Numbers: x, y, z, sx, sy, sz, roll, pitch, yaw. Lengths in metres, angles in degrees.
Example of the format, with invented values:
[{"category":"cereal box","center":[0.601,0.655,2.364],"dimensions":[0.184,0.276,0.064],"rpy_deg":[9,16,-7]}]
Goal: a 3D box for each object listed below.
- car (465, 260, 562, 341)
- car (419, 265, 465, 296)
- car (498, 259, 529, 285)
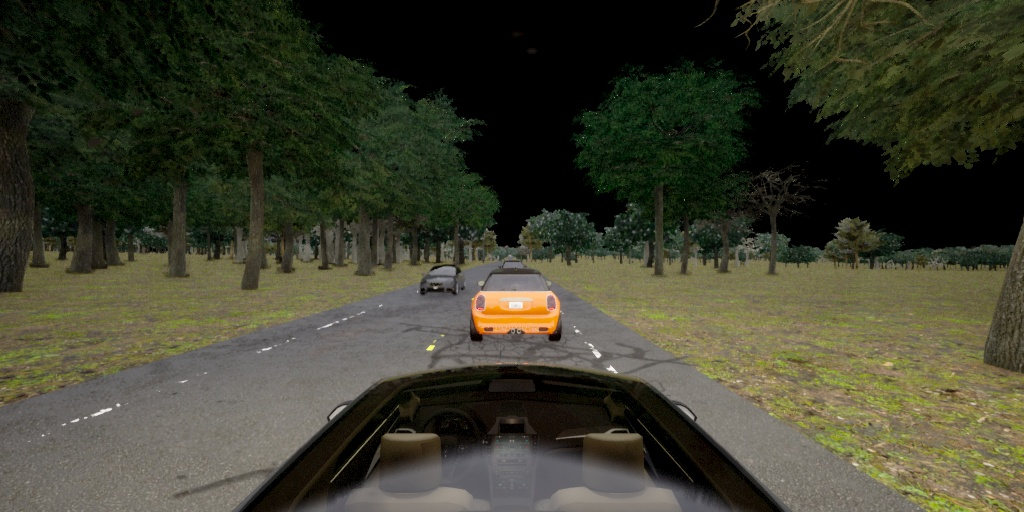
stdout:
[{"category":"car","center":[0.082,1.102,10.016],"dimensions":[2.097,1.767,4.553],"rpy_deg":[0,0,0]},{"category":"car","center":[-3.643,1.255,19.459],"dimensions":[1.837,1.490,4.892],"rpy_deg":[0,0,0]},{"category":"car","center":[0.043,1.103,26.753],"dimensions":[2.097,1.767,4.553],"rpy_deg":[0,0,-1]}]
